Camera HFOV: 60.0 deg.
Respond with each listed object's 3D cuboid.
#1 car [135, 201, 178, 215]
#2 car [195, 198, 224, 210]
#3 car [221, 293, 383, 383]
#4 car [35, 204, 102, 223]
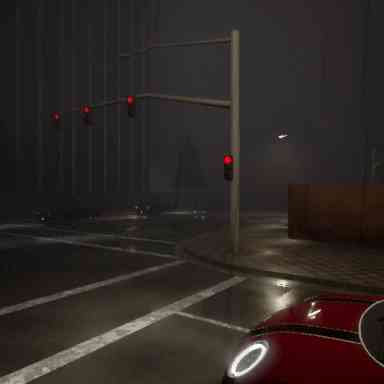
[{"bbox_3d":[-3.560,1.601,33.624,1.895,1.301,4.718,0,0,35],"label":"car"},{"bbox_3d":[2.283,1.491,41.835,2.128,1.511,4.902,0,0,36],"label":"car"},{"bbox_3d":[2.429,1.352,2.225,4.553,1.767,2.097,0,0,36],"label":"car"},{"bbox_3d":[-9.341,1.601,25.468,1.895,1.301,4.718,0,0,35],"label":"car"}]
